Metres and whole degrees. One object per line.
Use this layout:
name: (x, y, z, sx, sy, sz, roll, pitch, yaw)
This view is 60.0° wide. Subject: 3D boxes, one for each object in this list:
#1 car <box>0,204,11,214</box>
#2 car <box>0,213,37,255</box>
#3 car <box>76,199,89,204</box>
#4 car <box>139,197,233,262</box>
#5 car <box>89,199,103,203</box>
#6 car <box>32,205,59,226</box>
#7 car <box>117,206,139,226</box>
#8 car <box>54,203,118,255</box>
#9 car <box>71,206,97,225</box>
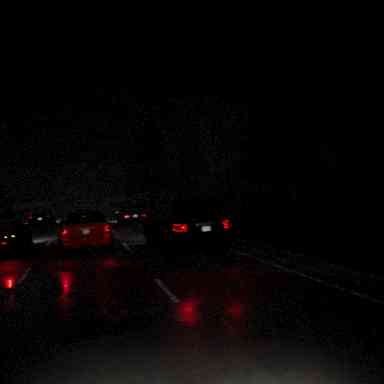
car: (-16.019, 2.007, 26.716, 2.150, 2.045, 5.566, -3, 0, -18)
car: (-8.412, 1.940, 14.863, 1.812, 1.442, 4.674, -3, 0, -18)
car: (-29.901, 2.953, 90.788, 1.882, 1.535, 5.008, -3, 0, -18)
car: (-0.374, 1.253, 12.729, 2.150, 2.045, 5.566, -3, 0, -18)
car: (-26.579, 2.859, 91.887, 2.033, 1.411, 5.357, -3, 0, -18)
car: (-13.174, 2.219, 29.299, 1.994, 1.385, 4.181, -3, 0, -18)
car: (-4.825, 1.805, 26.245, 2.033, 1.411, 5.357, -3, 0, -18)
car: (-4.794, 1.596, 15.020, 2.097, 1.767, 4.553, -3, 0, -18)
car: (-9.789, 2.060, 30.200, 1.994, 1.385, 4.181, -3, 0, -18)
